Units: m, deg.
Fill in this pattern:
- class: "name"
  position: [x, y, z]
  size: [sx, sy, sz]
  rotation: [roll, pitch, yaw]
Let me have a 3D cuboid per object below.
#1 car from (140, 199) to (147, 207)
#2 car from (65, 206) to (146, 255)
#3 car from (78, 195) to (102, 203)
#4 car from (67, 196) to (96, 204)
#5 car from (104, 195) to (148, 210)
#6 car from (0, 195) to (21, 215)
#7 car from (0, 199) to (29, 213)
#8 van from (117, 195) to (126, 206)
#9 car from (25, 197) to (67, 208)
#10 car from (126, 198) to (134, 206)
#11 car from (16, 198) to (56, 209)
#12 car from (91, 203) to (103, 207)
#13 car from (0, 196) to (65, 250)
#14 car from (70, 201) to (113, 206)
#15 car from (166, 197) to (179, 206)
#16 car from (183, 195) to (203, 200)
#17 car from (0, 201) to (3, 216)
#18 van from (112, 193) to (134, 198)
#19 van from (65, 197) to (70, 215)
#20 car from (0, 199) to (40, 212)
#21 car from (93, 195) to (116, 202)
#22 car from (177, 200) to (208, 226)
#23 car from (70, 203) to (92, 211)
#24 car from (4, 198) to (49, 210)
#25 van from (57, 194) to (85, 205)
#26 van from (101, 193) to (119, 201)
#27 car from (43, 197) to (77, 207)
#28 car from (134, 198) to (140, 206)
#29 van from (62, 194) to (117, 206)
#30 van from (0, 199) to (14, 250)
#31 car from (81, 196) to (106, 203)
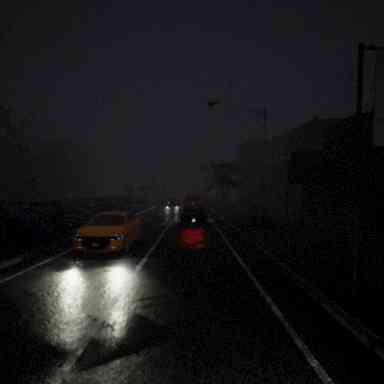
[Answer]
- class: "car"
  position: [-8.774, 1.633, 42.507]
  size: [5.366, 1.575, 1.946]
  rotation: [0, 0, 0]
- class: "car"
  position: [-3.342, 1.555, 13.961]
  size: [1.882, 1.535, 5.008]
  rotation: [0, 0, 0]
- class: "car"
  position: [-22.094, 1.490, 72.185]
  size: [4.553, 1.767, 2.185]
  rotation: [0, 0, 0]
- class: "car"
  position: [-22.053, 1.618, 66.635]
  size: [5.008, 1.535, 2.097]
  rotation: [0, 0, 0]
- class: "car"
  position: [-8.933, 1.382, 45.310]
  size: [5.566, 2.045, 2.435]
  rotation: [0, 0, 0]
- class: "car"
  position: [-22.005, 1.390, 36.102]
  size: [5.566, 2.045, 2.435]
  rotation: [0, 0, 0]
- class: "car"
  position: [-22.041, 1.639, 38.878]
  size: [5.008, 1.535, 2.097]
  rotation: [0, 0, 0]
- class: "van"
  position: [-8.833, 1.417, 31.290]
  size: [4.442, 1.987, 1.878]
  rotation: [0, 0, 0]
- class: "car"
  position: [-21.859, 1.627, 49.980]
  size: [5.366, 1.575, 1.946]
  rotation: [0, 0, 0]
- class: "car"
  position: [-8.947, 1.642, 34.097]
  size: [5.008, 1.535, 2.097]
  rotation: [0, 0, 0]
- class: "car"
  position: [-22.071, 1.662, 47.205]
  size: [4.792, 1.488, 2.163]
  rotation: [0, 0, 0]
- class: "car"
  position: [-8.940, 1.668, 22.877]
  size: [4.674, 1.452, 2.002]
  rotation: [0, 0, 0]
- class: "car"
  position: [-8.908, 1.331, 14.467]
  size: [5.566, 2.045, 2.435]
  rotation: [0, 0, 0]
- class: "car"
  position: [-8.974, 1.667, 25.685]
  size: [4.792, 1.488, 2.163]
  rotation: [0, 0, 0]
- class: "car"
  position: [-3.280, 1.644, 56.428]
  size: [1.837, 1.490, 4.892]
  rotation: [0, 0, 0]
- class: "car"
  position: [0.119, 1.367, 40.799]
  size: [2.150, 2.045, 5.566]
  rotation: [0, 0, 0]
- class: "car"
  position: [-22.025, 1.644, 33.328]
  size: [4.892, 1.521, 2.231]
  rotation: [0, 0, 0]
- class: "van"
  position: [-9.071, 1.414, 36.900]
  size: [4.442, 1.987, 1.878]
  rotation: [0, 0, 0]
- class: "van"
  position: [-9.055, 1.376, 17.267]
  size: [4.442, 1.987, 1.878]
  rotation: [0, 0, 0]
- class: "car"
  position: [-22.043, 1.637, 41.654]
  size: [5.008, 1.535, 2.097]
  rotation: [0, 0, 0]
- class: "car"
  position: [-21.886, 1.611, 83.285]
  size: [5.366, 1.575, 1.946]
  rotation: [0, 0, 0]
- class: "car"
  position: [0.113, 1.623, 24.324]
  size: [1.837, 1.490, 4.892]
  rotation: [0, 0, 0]
- class: "car"
  position: [-8.947, 1.616, 20.074]
  size: [4.892, 1.521, 2.231]
  rotation: [0, 0, 0]
- class: "car"
  position: [-22.046, 1.636, 44.430]
  size: [4.892, 1.521, 2.231]
  rotation: [0, 0, 0]
- class: "van"
  position: [-22.170, 1.396, 61.082]
  size: [4.442, 1.987, 1.878]
  rotation: [0, 0, 0]
- class: "van"
  position: [-21.959, 1.388, 88.836]
  size: [4.442, 1.987, 1.878]
  rotation: [0, 0, 0]
- class: "car"
  position: [-22.020, 1.656, 55.532]
  size: [4.792, 1.488, 2.163]
  rotation: [0, 0, 0]
- class: "car"
  position: [-8.959, 1.678, 39.703]
  size: [4.674, 1.452, 2.002]
  rotation: [0, 0, 0]
- class: "van"
  position: [-9.064, 1.414, 28.488]
  size: [4.442, 1.987, 1.878]
  rotation: [0, 0, 0]
- class: "van"
  position: [-9.050, 1.336, 11.663]
  size: [4.442, 1.987, 1.878]
  rotation: [0, 0, 0]
- class: "car"
  position: [-22.071, 1.615, 74.961]
  size: [5.008, 1.535, 2.097]
  rotation: [0, 0, 0]
